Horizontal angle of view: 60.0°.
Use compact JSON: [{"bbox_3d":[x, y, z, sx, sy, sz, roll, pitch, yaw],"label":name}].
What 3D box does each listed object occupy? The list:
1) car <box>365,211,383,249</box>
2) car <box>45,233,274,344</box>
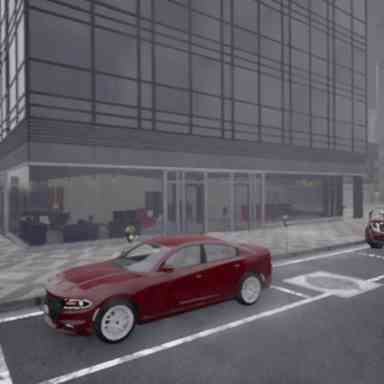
[{"bbox_3d":[8.801,1.234,12.936,5.009,1.841,2.192,0,0,-36],"label":"car"},{"bbox_3d":[-0.386,1.528,6.380,4.507,1.381,1.887,0,0,-36],"label":"car"}]
